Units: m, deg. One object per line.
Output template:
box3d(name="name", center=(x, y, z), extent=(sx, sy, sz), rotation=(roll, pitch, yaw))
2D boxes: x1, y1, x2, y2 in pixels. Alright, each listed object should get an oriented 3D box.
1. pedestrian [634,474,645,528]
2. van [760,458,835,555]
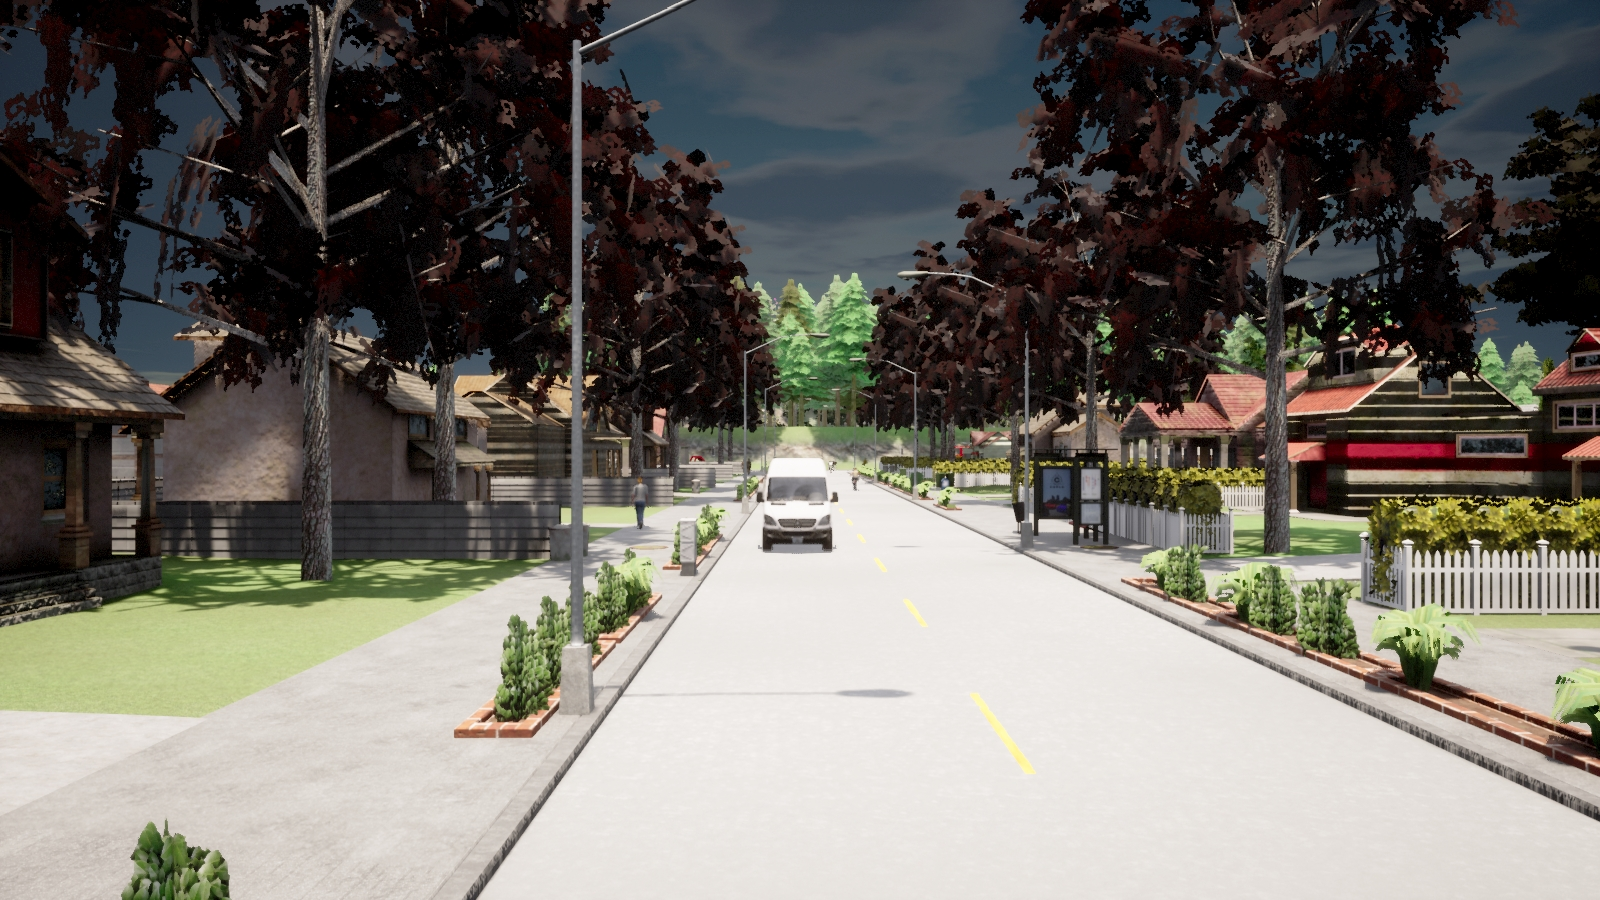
box3d(name="pedestrian", center=(-5.514, 1.743, 39.209), extent=(0.375, 1.860, 0.375), rotation=(0, 0, -10))
box3d(name="van", center=(-0.070, 1.534, 33.572), extent=(1.988, 2.561, 5.915), rotation=(0, 0, 0))
